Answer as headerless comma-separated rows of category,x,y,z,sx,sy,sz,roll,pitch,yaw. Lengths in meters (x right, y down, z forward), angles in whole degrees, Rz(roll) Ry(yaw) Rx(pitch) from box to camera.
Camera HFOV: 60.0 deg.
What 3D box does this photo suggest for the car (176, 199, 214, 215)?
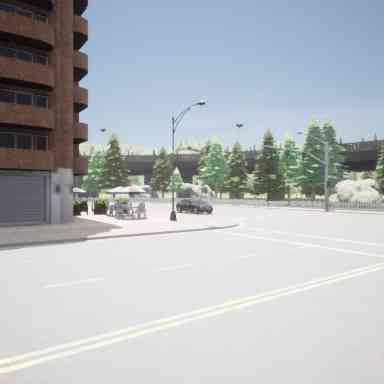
car,0.215,1.449,33.960,1.837,1.490,4.892,0,0,-36
